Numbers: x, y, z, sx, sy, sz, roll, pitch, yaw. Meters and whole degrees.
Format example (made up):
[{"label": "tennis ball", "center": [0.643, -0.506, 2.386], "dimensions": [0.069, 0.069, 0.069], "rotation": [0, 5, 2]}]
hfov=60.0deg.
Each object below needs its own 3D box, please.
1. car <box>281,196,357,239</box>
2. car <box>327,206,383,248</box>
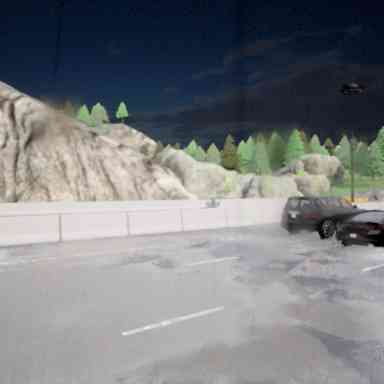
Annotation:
[{"label": "car", "center": [7.032, 1.208, 17.363], "dimensions": [5.566, 2.045, 2.150], "rotation": [0, 0, -35]}, {"label": "car", "center": [7.980, 1.463, 13.738], "dimensions": [5.008, 1.535, 1.882], "rotation": [0, 0, -35]}]
